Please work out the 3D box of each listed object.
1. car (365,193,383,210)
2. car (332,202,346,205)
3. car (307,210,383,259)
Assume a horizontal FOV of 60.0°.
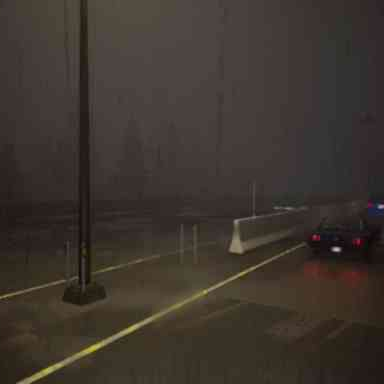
[{"bbox_3d":[14.601,1.120,25.170,2.150,2.045,5.566,0,0,35],"label":"car"},{"bbox_3d":[20.127,1.328,45.676,2.128,1.511,4.902,0,0,35],"label":"car"},{"bbox_3d":[5.921,1.555,12.577,1.895,1.301,4.718,0,0,35],"label":"car"}]
